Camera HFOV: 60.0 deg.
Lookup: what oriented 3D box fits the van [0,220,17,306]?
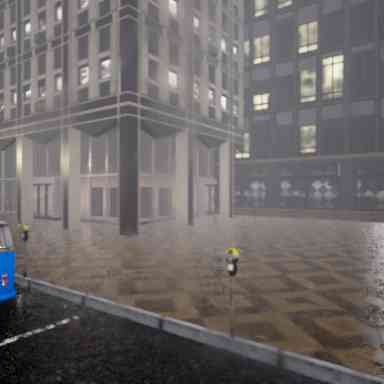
[{"bbox_3d":[-5.120,1.320,6.520,3.998,1.788,1.690,0,0,35],"label":"van"}]
